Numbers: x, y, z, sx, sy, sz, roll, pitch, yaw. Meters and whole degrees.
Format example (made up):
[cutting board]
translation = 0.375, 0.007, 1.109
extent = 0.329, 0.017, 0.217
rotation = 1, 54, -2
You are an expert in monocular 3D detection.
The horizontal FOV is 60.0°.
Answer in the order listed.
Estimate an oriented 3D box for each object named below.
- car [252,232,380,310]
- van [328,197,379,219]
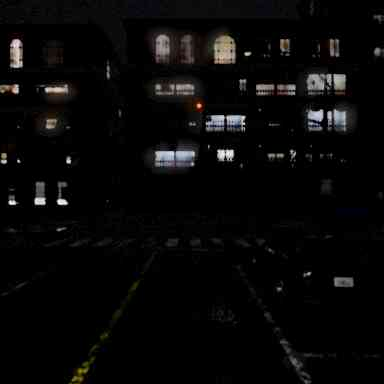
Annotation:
[car]
translation = 2.579, 1.566, 7.725
extent = 1.947, 1.339, 4.313
rotation = 1, 0, 0
[van]
translation = 13.105, 1.292, 27.291
extent = 3.998, 1.788, 1.690
rotation = 0, 0, 0
